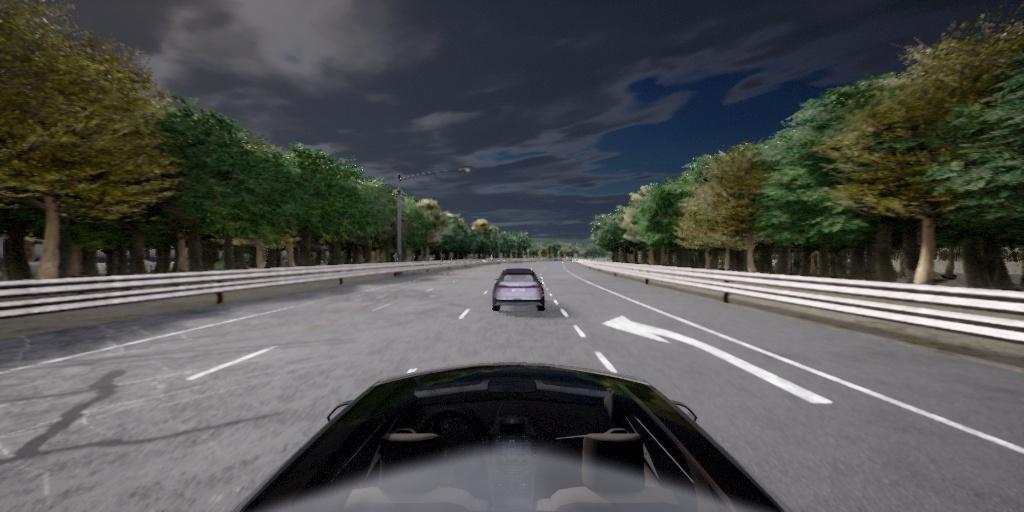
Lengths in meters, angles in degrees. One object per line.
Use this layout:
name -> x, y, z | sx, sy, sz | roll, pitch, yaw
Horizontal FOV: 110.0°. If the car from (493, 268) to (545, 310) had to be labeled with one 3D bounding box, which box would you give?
car -> 0.278, 1.274, 14.718 | 2.033, 1.649, 4.856 | 0, -1, 1
